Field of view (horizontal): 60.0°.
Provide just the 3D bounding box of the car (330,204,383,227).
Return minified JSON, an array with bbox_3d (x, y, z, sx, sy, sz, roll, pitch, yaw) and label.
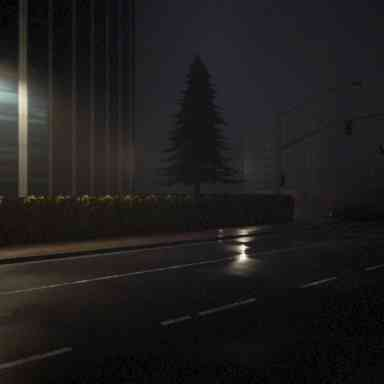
[{"bbox_3d":[12.310,1.548,23.460,2.033,1.411,5.357,0,0,-22],"label":"car"}]
